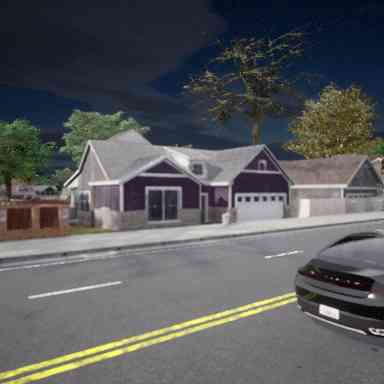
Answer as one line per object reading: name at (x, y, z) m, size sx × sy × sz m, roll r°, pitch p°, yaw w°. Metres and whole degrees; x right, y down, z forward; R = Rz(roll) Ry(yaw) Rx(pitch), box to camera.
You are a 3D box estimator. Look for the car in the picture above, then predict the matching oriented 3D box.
car at (3.975, 1.499, 6.281) m, size 4.892 × 1.490 × 1.837 m, roll 0°, pitch 0°, yaw -36°
